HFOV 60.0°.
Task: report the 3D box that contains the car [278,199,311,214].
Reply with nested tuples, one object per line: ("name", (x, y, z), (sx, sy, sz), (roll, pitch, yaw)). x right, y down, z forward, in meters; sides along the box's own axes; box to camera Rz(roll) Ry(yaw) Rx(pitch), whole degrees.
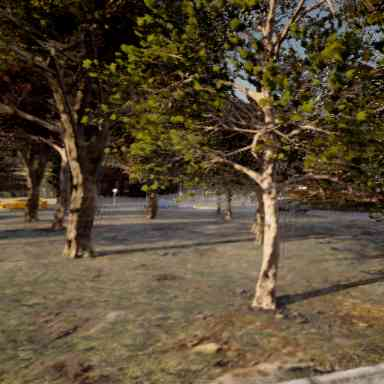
("car", (9.791, 1.472, 34.476), (2.128, 1.511, 4.902), (1, 0, -42))

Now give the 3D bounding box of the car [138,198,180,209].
("car", (-4.232, 1.445, 42.901), (5.357, 1.411, 2.033), (0, 1, 0))

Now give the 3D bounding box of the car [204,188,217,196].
("car", (4.083, 0.012, 73.431), (1.946, 1.575, 5.366), (0, 4, 21))

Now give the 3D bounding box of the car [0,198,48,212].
("car", (-19.018, 1.363, 37.631), (5.008, 1.535, 1.882), (0, 0, -25))

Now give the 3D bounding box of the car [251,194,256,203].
("car", (10.933, 0.982, 55.541), (1.837, 1.490, 4.892), (0, 3, 13))

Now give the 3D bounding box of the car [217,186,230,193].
("car", (8.044, -0.653, 83.723), (1.946, 1.575, 5.366), (0, 4, 21))
